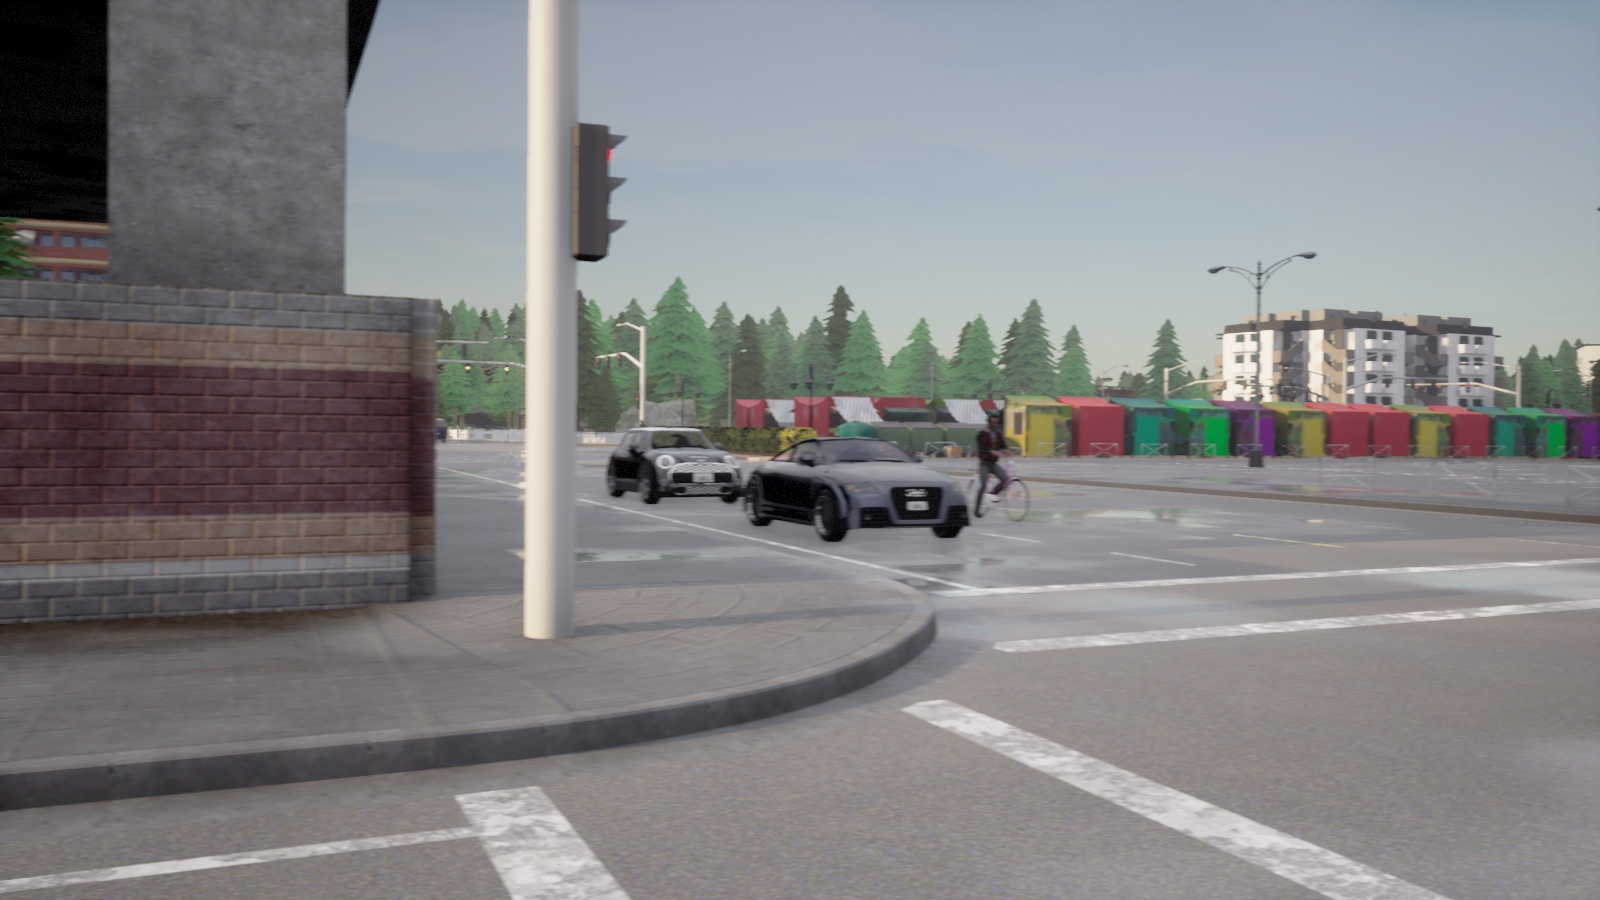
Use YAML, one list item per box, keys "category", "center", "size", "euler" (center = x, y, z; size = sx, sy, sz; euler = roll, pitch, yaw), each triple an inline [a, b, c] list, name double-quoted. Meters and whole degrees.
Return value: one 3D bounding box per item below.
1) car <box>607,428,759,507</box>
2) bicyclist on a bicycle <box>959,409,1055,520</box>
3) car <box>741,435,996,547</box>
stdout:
- category: "car"
  center: [-2.470, 0.300, 25.620]
  size: [1.970, 1.475, 3.806]
  euler: [-1, 1, -24]
- category: "bicyclist on a bicycle"
  center: [3.428, 0.221, 20.974]
  size: [0.659, 1.776, 1.843]
  euler: [-1, 1, -24]
- category: "car"
  center: [0.842, 0.489, 18.180]
  size: [1.994, 1.385, 4.181]
  euler: [-1, 1, -24]
